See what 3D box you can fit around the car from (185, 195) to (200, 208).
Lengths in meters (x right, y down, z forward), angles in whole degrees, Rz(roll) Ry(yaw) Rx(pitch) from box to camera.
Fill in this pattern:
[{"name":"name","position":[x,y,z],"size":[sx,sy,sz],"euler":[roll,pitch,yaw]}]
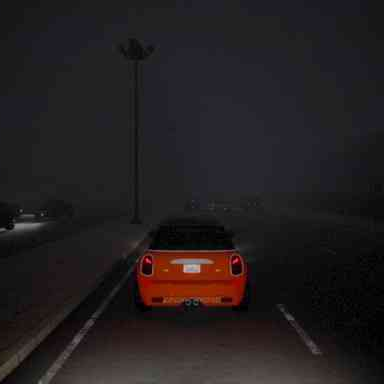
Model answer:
[{"name":"car","position":[0.146,1.352,49.211],"size":[2.097,1.767,4.553],"euler":[0,0,0]}]

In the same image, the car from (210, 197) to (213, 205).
[{"name":"car","position":[3.646,1.492,49.220],"size":[2.128,1.511,4.902],"euler":[0,0,0]}]

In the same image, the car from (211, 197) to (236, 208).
[{"name":"car","position":[3.579,1.601,38.915],"size":[1.895,1.301,4.718],"euler":[0,0,0]}]

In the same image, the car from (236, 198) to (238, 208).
[{"name":"car","position":[7.146,1.547,49.200],"size":[2.033,1.411,5.357],"euler":[0,0,0]}]

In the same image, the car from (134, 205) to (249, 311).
[{"name":"car","position":[-0.001,1.352,7.919],"size":[2.097,1.767,4.553],"euler":[0,0,0]}]

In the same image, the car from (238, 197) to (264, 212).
[{"name":"car","position":[7.081,1.352,39.249],"size":[2.097,1.767,4.553],"euler":[0,0,0]}]

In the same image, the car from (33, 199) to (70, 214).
[{"name":"car","position":[-15.004,1.505,35.727],"size":[1.837,1.490,4.892],"euler":[0,0,1]}]

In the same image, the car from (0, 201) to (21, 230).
[{"name":"car","position":[-11.584,1.352,17.899],"size":[2.097,1.767,4.553],"euler":[0,0,0]}]

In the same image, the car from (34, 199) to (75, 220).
[{"name":"car","position":[-11.567,1.492,28.222],"size":[2.128,1.511,4.902],"euler":[0,0,1]}]

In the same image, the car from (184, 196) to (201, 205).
[{"name":"car","position":[0.079,1.492,38.825],"size":[2.128,1.511,4.902],"euler":[0,0,0]}]
